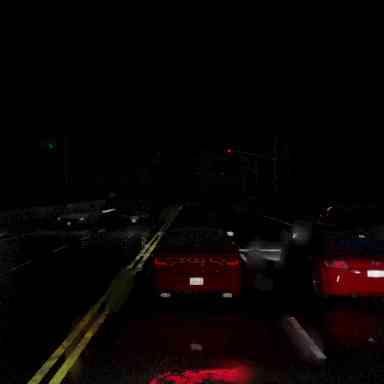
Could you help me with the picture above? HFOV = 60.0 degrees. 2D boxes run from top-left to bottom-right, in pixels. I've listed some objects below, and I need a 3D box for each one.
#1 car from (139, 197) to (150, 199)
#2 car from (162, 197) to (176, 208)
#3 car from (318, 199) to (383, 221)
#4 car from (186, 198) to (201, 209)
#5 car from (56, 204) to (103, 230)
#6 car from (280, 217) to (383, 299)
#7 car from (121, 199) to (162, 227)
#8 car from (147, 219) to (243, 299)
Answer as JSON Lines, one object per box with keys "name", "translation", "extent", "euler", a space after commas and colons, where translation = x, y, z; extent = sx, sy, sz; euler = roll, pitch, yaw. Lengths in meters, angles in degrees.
{"name": "car", "translation": [-6.937, 1.492, 48.070], "extent": [2.128, 1.511, 4.902], "euler": [0, 0, 1]}
{"name": "car", "translation": [-3.427, 1.506, 48.872], "extent": [1.837, 1.490, 4.892], "euler": [0, 0, 1]}
{"name": "car", "translation": [12.567, 1.313, 26.571], "extent": [4.553, 1.767, 2.097], "euler": [0, 0, 0]}
{"name": "car", "translation": [0.197, 1.547, 44.807], "extent": [2.033, 1.411, 5.357], "euler": [0, 0, 0]}
{"name": "car", "translation": [-7.041, 1.525, 21.354], "extent": [1.812, 1.442, 4.674], "euler": [0, 0, 0]}
{"name": "car", "translation": [3.639, 1.564, 8.491], "extent": [1.994, 1.385, 4.181], "euler": [0, 0, 1]}
{"name": "car", "translation": [-3.552, 1.491, 22.785], "extent": [2.128, 1.511, 4.902], "euler": [0, 0, 0]}
{"name": "car", "translation": [0.100, 1.478, 8.540], "extent": [1.882, 1.535, 5.008], "euler": [0, 0, 0]}
